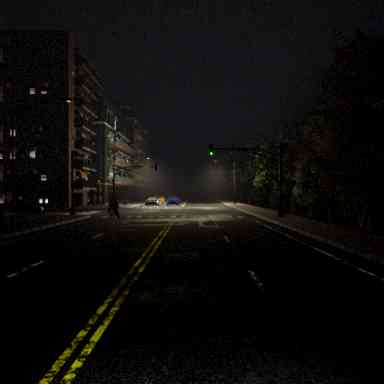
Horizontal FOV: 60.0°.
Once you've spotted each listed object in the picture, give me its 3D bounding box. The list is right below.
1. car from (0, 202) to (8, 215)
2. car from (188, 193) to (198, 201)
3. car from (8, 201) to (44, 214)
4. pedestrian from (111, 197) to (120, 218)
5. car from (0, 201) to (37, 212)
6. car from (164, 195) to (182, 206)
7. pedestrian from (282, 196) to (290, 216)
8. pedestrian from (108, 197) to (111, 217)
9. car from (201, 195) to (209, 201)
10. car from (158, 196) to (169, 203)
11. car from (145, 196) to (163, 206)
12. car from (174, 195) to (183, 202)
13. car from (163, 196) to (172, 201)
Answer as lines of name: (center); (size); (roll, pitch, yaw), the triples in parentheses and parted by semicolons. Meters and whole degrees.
car: (-22.570, 1.595, 34.609); (5.009, 1.841, 2.192); (-1, 1, -1)
car: (0.251, 1.265, 85.604); (2.150, 2.045, 5.566); (0, 0, 0)
car: (-19.226, 1.727, 37.414); (4.902, 1.511, 2.128); (-1, 0, 1)
pedestrian: (-6.401, 1.301, 28.097); (0.375, 1.860, 0.375); (0, 0, 0)
car: (-22.662, 1.856, 43.260); (4.206, 1.307, 1.802); (-1, 1, -1)
car: (-3.176, 1.499, 55.833); (1.882, 1.535, 5.008); (0, 0, 0)
pedestrian: (8.052, 1.149, 28.751); (0.375, 1.860, 0.375); (0, 0, 0)
pedestrian: (-7.198, 1.302, 29.397); (0.375, 1.860, 0.375); (0, 0, 0)
car: (3.502, 1.540, 85.562); (1.837, 1.490, 4.892); (0, 0, 0)
car: (-6.284, 1.561, 74.183); (2.128, 1.511, 4.902); (0, 0, 0)
car: (-6.432, 1.567, 54.390); (2.033, 1.411, 5.357); (0, 0, 0)
car: (-3.030, 1.537, 75.375); (1.837, 1.490, 4.892); (0, 0, 0)
car: (-6.252, 1.628, 84.507); (1.895, 1.301, 4.718); (0, 0, 0)
